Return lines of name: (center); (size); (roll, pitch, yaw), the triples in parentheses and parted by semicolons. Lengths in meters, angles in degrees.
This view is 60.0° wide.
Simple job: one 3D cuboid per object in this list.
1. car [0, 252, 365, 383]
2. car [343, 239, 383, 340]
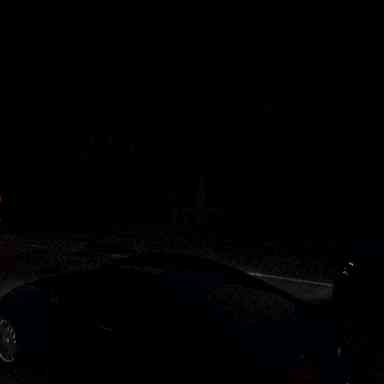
car: (-0.600, 1.520, 4.147); (4.674, 1.442, 1.812); (0, 0, 33)
car: (5.001, 1.201, 4.579); (5.566, 2.045, 2.150); (0, 0, 36)
